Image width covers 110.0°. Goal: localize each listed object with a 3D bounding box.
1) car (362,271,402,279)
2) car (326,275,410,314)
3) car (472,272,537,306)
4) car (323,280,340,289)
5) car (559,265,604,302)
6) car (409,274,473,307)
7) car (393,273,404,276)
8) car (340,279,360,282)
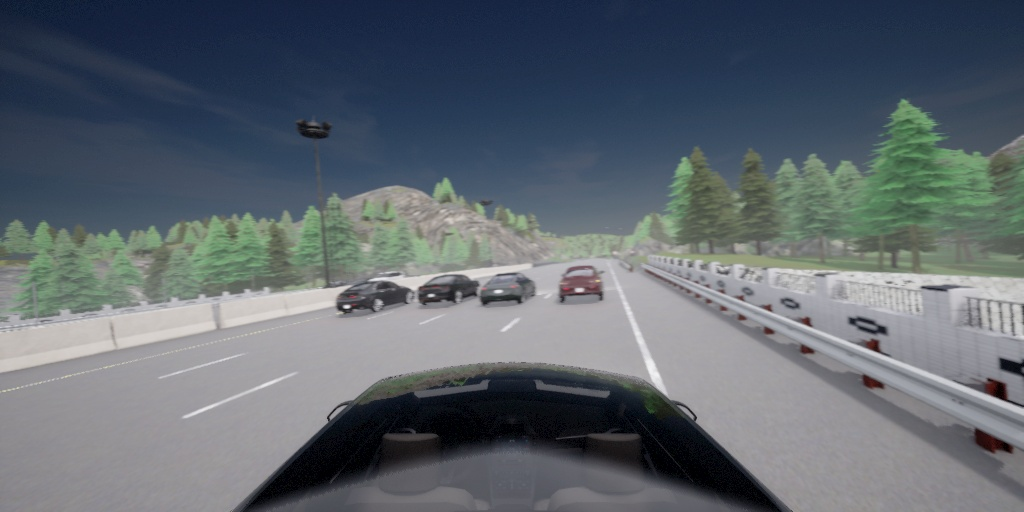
[{"bbox_3d":[-15.054,2.974,43.551,2.150,2.045,5.566,-5,-1,14],"label":"car"},{"bbox_3d":[-6.953,2.043,18.732,1.837,1.490,4.892,-5,-1,14],"label":"car"},{"bbox_3d":[-0.091,1.486,17.391,1.994,1.385,4.181,-5,-1,14],"label":"car"},{"bbox_3d":[-21.778,3.788,45.329,1.812,1.442,4.674,-5,-1,14],"label":"car"},{"bbox_3d":[3.189,1.144,16.221,1.812,1.442,4.674,-5,-1,14],"label":"car"},{"bbox_3d":[-3.204,1.698,19.308,1.882,1.535,5.008,-5,-1,14],"label":"car"},{"bbox_3d":[-11.654,2.946,42.672,1.895,1.301,4.718,-5,-1,14],"label":"car"},{"bbox_3d":[-18.402,3.499,44.453,1.837,1.490,4.892,-5,-1,14],"label":"car"}]
